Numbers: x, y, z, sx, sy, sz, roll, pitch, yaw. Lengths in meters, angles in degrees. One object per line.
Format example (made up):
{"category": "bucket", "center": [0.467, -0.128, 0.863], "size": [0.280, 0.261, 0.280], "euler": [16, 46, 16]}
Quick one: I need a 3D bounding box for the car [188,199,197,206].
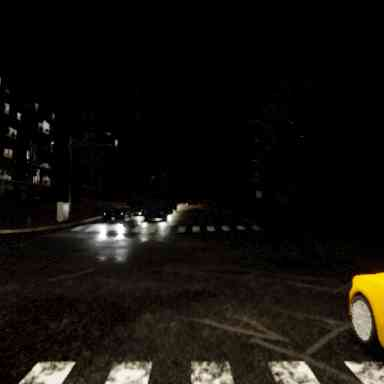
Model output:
{"category": "car", "center": [0.175, 2.270, 71.923], "size": [2.128, 1.511, 4.902], "euler": [0, -1, 0]}

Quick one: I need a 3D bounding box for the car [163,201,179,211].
{"category": "car", "center": [-3.185, 2.077, 51.002], "size": [2.033, 1.411, 5.357], "euler": [0, -1, 0]}

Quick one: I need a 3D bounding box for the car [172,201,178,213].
{"category": "car", "center": [-3.242, 1.911, 40.363], "size": [2.128, 1.511, 4.902], "euler": [0, -1, 0]}

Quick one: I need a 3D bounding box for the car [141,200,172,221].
{"category": "car", "center": [-3.270, 1.803, 31.173], "size": [1.882, 1.535, 5.008], "euler": [0, -1, 0]}

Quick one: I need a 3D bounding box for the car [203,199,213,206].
{"category": "car", "center": [3.423, 2.213, 71.363], "size": [1.882, 1.535, 5.008], "euler": [0, -1, 0]}

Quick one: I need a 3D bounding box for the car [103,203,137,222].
{"category": "car", "center": [-6.522, 1.915, 29.778], "size": [1.895, 1.301, 4.718], "euler": [0, -1, 0]}

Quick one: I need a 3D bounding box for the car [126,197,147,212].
{"category": "car", "center": [-6.501, 1.636, 39.546], "size": [2.150, 2.045, 5.566], "euler": [0, -1, 0]}

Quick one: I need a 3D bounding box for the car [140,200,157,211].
{"category": "car", "center": [-6.440, 1.997, 49.709], "size": [1.882, 1.535, 5.008], "euler": [0, -1, 0]}

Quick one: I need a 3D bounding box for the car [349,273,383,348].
{"category": "car", "center": [3.382, 1.483, 3.202], "size": [1.882, 1.535, 5.008], "euler": [1, 1, 0]}

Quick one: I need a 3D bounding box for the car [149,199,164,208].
{"category": "car", "center": [-6.354, 2.116, 59.913], "size": [2.128, 1.511, 4.902], "euler": [0, -1, 0]}
